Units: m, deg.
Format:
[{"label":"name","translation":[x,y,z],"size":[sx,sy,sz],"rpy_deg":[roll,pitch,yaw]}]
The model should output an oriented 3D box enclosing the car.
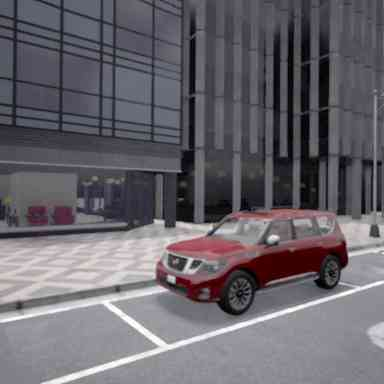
[{"label":"car","translation":[1.656,1.369,7.824],"size":[5.009,1.841,2.192],"rpy_deg":[1,0,-35]}]
